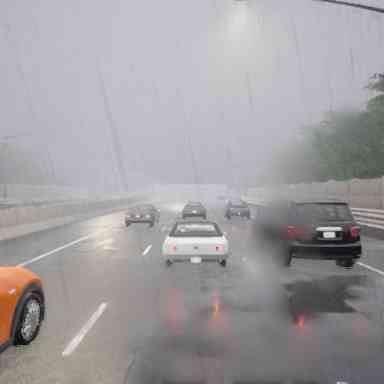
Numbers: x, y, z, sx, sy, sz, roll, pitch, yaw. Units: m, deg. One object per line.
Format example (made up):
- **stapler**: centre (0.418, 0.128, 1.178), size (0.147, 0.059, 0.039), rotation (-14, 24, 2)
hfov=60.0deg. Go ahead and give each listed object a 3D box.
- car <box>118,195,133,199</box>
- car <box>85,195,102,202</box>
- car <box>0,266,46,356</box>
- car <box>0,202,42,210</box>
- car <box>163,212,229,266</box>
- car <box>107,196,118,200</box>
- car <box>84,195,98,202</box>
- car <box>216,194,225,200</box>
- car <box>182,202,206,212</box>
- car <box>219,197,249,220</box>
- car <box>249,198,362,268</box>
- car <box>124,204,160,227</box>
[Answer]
- **car**: centre (-13.482, 1.442, 69.590), size (1.882, 1.535, 5.008), rotation (0, 0, 1)
- **car**: centre (-20.475, 1.486, 70.114), size (2.128, 1.511, 4.902), rotation (0, 0, 1)
- **car**: centre (-3.395, 1.350, 3.495), size (2.097, 1.767, 4.553), rotation (0, 0, 0)
- **car**: centre (-13.996, 1.550, 28.204), size (1.994, 1.385, 4.181), rotation (0, 0, 0)
- **car**: centre (0.119, 1.595, 11.456), size (1.895, 1.301, 4.718), rotation (0, 0, 0)
- **car**: centre (-16.950, 1.575, 71.846), size (1.895, 1.301, 4.718), rotation (0, 0, 1)
- **car**: centre (-23.264, 1.426, 76.961), size (1.882, 1.535, 5.008), rotation (0, 0, -2)
- **car**: centre (7.673, 1.344, 87.548), size (1.882, 1.535, 5.008), rotation (0, 0, 3)
- **car**: centre (0.198, 1.551, 28.767), size (1.994, 1.385, 4.181), rotation (0, 0, 0)
- **car**: centre (3.694, 1.479, 28.158), size (2.128, 1.511, 4.902), rotation (0, 0, 0)
- **car**: centre (3.620, 1.216, 11.422), size (2.150, 2.045, 5.566), rotation (0, 0, 0)
- **car**: centre (-3.334, 1.537, 22.959), size (2.033, 1.411, 5.357), rotation (0, 0, 0)
